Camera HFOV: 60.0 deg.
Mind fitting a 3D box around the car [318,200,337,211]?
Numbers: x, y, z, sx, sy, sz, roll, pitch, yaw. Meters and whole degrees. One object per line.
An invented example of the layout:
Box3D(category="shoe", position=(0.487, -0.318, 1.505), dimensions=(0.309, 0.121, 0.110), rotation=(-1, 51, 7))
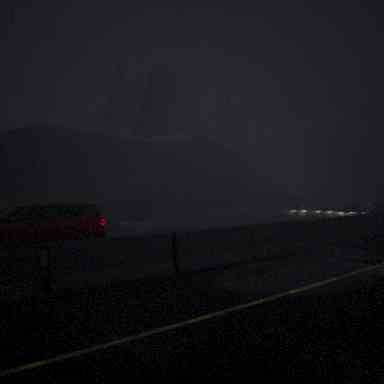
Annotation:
Box3D(category="car", position=(19.836, 1.960, 48.288), dimensions=(1.812, 1.442, 4.674), rotation=(-1, -1, 37))

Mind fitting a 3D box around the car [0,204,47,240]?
Box3D(category="car", position=(-10.542, 1.623, 18.052), dimensions=(4.553, 1.767, 2.097), rotation=(0, -1, -36))

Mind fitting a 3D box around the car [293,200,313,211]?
Box3D(category="car", position=(16.736, 1.977, 50.020), dimensions=(1.837, 1.490, 4.892), rotation=(-1, -1, 37))

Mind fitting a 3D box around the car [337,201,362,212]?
Box3D(category="car", position=(21.289, 1.907, 44.423), dimensions=(1.812, 1.442, 4.674), rotation=(-1, -1, 38))

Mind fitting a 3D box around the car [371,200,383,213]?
Box3D(category="car", position=(24.231, 1.845, 42.522), dimensions=(1.837, 1.490, 4.892), rotation=(-1, 0, 37))

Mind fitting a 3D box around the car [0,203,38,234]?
Box3D(category="car", position=(-12.420, 1.667, 21.005), dimensions=(4.553, 1.767, 2.097), rotation=(0, -1, -36))

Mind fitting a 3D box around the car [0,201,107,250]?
Box3D(category="car", position=(-6.049, 1.404, 12.628), dimensions=(5.566, 2.045, 2.150), rotation=(0, -1, -36))

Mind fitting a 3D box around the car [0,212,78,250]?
Box3D(category="car", position=(-8.269, 1.774, 15.313), dimensions=(5.357, 1.411, 2.033), rotation=(0, -1, -36))
